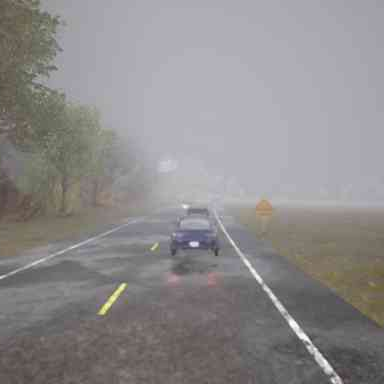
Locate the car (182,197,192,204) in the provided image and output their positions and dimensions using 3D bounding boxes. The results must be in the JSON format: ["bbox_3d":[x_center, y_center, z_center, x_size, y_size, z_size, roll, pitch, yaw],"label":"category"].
[{"bbox_3d":[-0.763,1.779,65.867,2.128,1.511,4.902,0,0,5],"label":"car"}]

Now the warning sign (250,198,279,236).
[{"bbox_3d":[3.728,1.262,17.229,1.300,1.860,1.060,-1,-1,1],"label":"warning sign"}]

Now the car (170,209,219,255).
[{"bbox_3d":[0.150,1.650,13.850,1.812,1.442,4.674,0,0,2],"label":"car"}]

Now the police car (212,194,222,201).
[{"bbox_3d":[6.658,1.771,93.898,1.930,1.638,5.238,0,0,7],"label":"police car"}]

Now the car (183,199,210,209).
[{"bbox_3d":[0.578,1.679,29.139,1.882,1.535,5.008,0,0,3],"label":"car"}]
